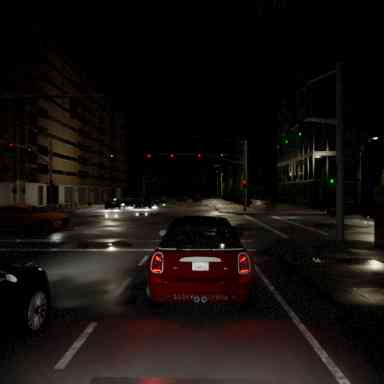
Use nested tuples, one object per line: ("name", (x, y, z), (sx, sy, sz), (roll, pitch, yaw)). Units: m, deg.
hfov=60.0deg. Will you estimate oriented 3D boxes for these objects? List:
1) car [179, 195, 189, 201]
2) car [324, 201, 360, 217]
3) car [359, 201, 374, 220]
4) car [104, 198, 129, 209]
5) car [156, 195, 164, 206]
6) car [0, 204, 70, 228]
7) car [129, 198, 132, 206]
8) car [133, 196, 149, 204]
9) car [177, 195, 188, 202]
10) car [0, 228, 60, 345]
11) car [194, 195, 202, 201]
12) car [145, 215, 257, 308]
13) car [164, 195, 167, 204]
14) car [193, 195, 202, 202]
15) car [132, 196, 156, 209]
("car", (-1.966, 1.538, 83.912), (2.033, 1.411, 5.357), (0, 0, 2))
("car", (14.502, 1.546, 29.998), (4.902, 1.511, 2.128), (0, 0, 1))
("car", (16.690, 1.602, 26.451), (5.357, 1.411, 2.033), (0, 0, 1))
("car", (-10.166, 1.563, 44.118), (1.994, 1.385, 4.181), (0, 0, 1))
("car", (-6.412, 1.490, 55.005), (2.128, 1.511, 4.902), (0, 0, 2))
("car", (-9.889, 1.503, 19.800), (5.008, 1.535, 1.882), (0, 0, 1))
("car", (-9.978, 1.600, 52.920), (1.895, 1.301, 4.718), (0, 0, 2))
("car", (-9.642, 1.489, 63.011), (2.128, 1.511, 4.902), (0, 0, 2))
("car", (-2.262, 1.522, 73.826), (2.128, 1.511, 4.902), (0, 0, 2))
("car", (-3.397, 1.491, 3.856), (2.128, 1.511, 4.902), (0, 0, 1))
("car", (1.536, 1.476, 83.960), (1.882, 1.535, 5.008), (0, 0, 2))
("car", (0.218, 1.352, 8.085), (2.097, 1.767, 4.553), (0, 0, 2))
("car", (-6.077, 1.350, 64.809), (2.097, 1.767, 4.553), (0, 0, 2))
("car", (1.237, 1.476, 73.805), (1.882, 1.535, 5.008), (0, 0, 2))
("car", (-6.636, 1.563, 46.114), (1.994, 1.385, 4.181), (0, 0, 1))
